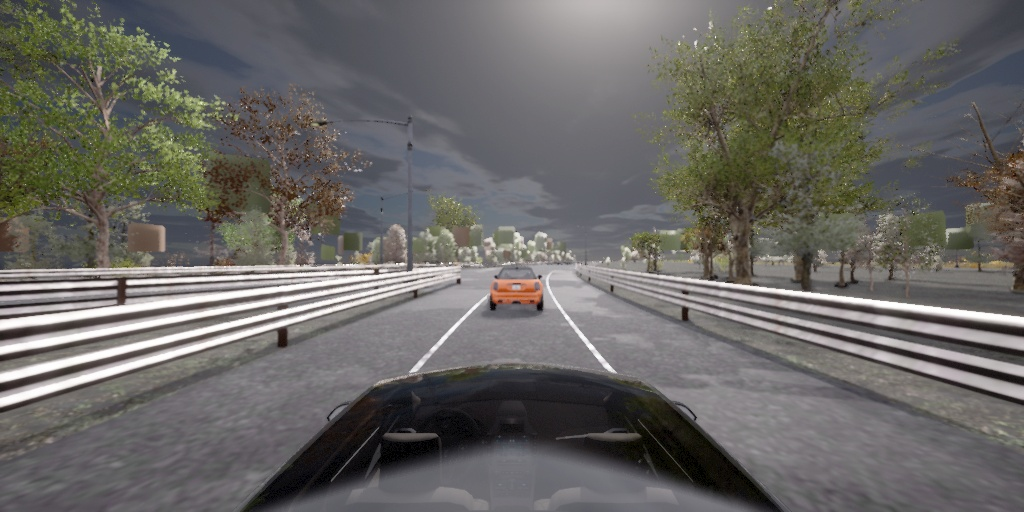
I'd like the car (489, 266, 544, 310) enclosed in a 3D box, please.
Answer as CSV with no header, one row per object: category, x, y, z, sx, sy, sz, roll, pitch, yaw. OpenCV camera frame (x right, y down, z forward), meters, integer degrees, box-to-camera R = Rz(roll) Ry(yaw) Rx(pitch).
car,0.250,1.225,15.614,2.097,1.767,4.553,0,-1,2
